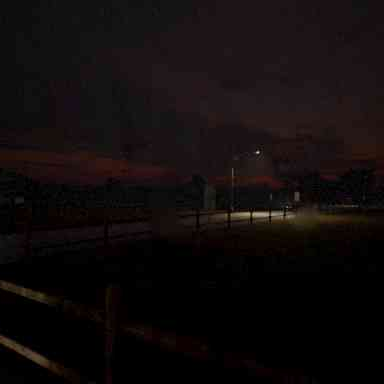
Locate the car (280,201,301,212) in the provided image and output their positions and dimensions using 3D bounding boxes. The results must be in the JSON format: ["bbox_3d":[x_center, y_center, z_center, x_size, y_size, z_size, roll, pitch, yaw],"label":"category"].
[{"bbox_3d":[14.687,2.132,49.384,2.128,1.511,4.902,2,0,36],"label":"car"}]
